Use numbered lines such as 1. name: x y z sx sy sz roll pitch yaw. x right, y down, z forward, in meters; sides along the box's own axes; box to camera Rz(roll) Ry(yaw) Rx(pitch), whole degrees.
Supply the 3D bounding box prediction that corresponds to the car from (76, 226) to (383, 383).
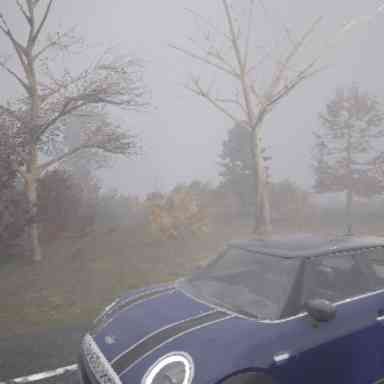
1. car: 1.029 1.371 4.037 4.553 1.767 2.097 0 0 -30
